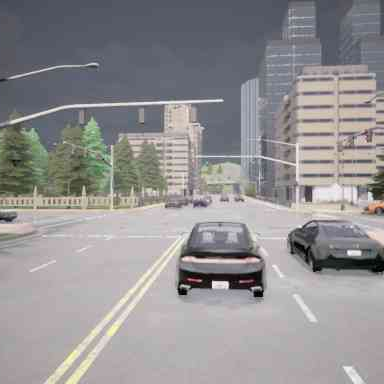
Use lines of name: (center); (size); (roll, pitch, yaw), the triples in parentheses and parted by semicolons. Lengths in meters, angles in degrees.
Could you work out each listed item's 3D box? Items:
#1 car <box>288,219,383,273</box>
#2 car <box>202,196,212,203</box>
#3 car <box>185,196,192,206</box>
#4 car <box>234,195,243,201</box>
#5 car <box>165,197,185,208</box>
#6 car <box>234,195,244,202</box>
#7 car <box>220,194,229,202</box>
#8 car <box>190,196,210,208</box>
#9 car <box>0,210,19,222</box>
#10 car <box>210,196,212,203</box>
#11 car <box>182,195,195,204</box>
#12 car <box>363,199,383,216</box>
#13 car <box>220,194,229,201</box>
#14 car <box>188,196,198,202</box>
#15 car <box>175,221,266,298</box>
car: (4.420, 1.564, 10.708); (1.994, 1.385, 4.181); (0, 0, 5)
car: (3.171, 1.505, 68.457); (1.837, 1.490, 4.892); (0, 0, 6)
car: (-1.643, 1.547, 55.697); (2.033, 1.411, 5.357); (0, 0, 6)
car: (11.823, 1.537, 85.402); (2.033, 1.411, 5.357); (0, 0, 5)
car: (-2.527, 1.564, 46.497); (1.994, 1.385, 4.181); (0, 0, 5)
car: (10.937, 1.591, 76.096); (1.895, 1.301, 4.718); (0, 0, 5)
car: (7.545, 1.549, 77.401); (1.994, 1.385, 4.181); (0, 0, 5)
car: (1.256, 1.601, 49.291); (1.895, 1.301, 4.718); (0, 0, 5)
car: (-15.480, 1.601, 24.576); (4.718, 1.301, 1.895); (0, 0, 5)
car: (2.143, 1.601, 58.412); (1.895, 1.301, 4.718); (0, 0, 6)
car: (-0.674, 1.478, 65.380); (1.882, 1.535, 5.008); (0, 0, 6)
car: (19.152, 1.352, 32.117); (4.553, 1.767, 2.097); (0, 0, 7)
car: (8.336, 1.353, 85.704); (2.097, 1.767, 4.553); (0, 0, 5)
car: (0.315, 1.595, 75.319); (1.895, 1.301, 4.718); (0, 0, 5)
car: (0.721, 1.492, 8.518); (2.128, 1.511, 4.902); (0, 0, 5)
